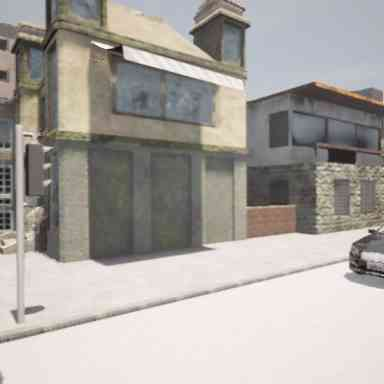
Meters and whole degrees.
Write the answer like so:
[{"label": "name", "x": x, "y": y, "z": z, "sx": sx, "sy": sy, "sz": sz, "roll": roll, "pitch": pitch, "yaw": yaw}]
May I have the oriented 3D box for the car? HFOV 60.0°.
[{"label": "car", "x": 6.178, "y": 1.414, "z": 9.011, "sx": 4.902, "sy": 1.511, "sz": 2.128, "roll": -1, "pitch": 0, "yaw": -35}]
